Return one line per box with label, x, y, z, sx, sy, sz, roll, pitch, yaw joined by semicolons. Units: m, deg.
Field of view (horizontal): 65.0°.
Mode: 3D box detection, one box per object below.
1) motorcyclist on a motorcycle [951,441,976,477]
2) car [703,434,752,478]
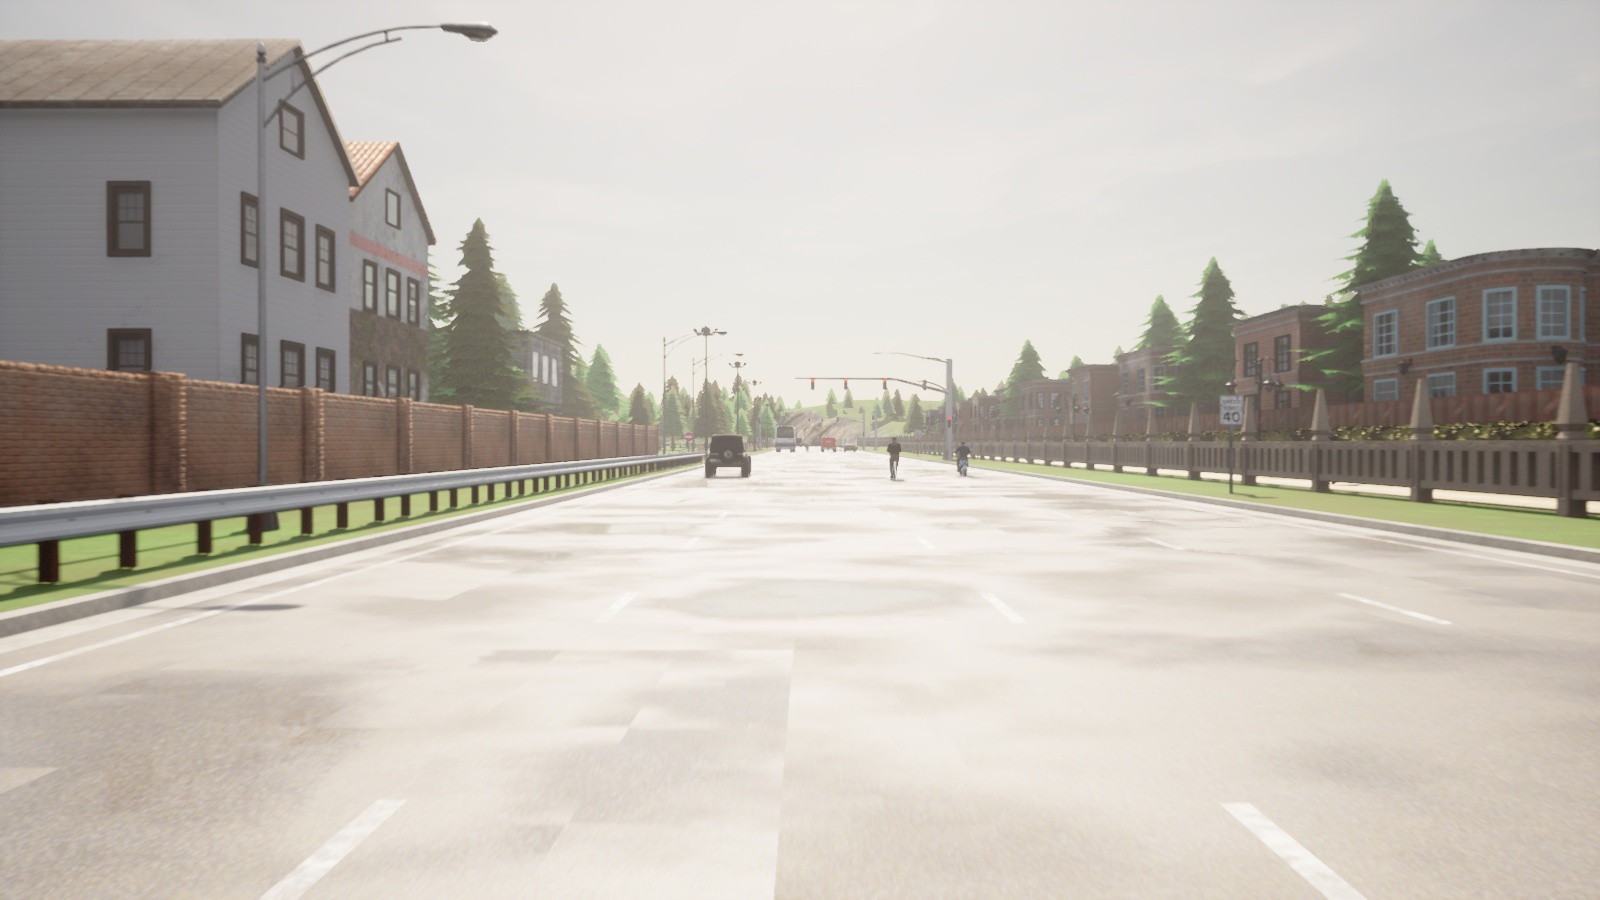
motorcyclist on a motorcycle;7.336;0.389;56.394;0.866;1.590;1.817;0;0;0
car;-3.168;0.227;55.668;1.905;1.878;3.866;0;0;0
